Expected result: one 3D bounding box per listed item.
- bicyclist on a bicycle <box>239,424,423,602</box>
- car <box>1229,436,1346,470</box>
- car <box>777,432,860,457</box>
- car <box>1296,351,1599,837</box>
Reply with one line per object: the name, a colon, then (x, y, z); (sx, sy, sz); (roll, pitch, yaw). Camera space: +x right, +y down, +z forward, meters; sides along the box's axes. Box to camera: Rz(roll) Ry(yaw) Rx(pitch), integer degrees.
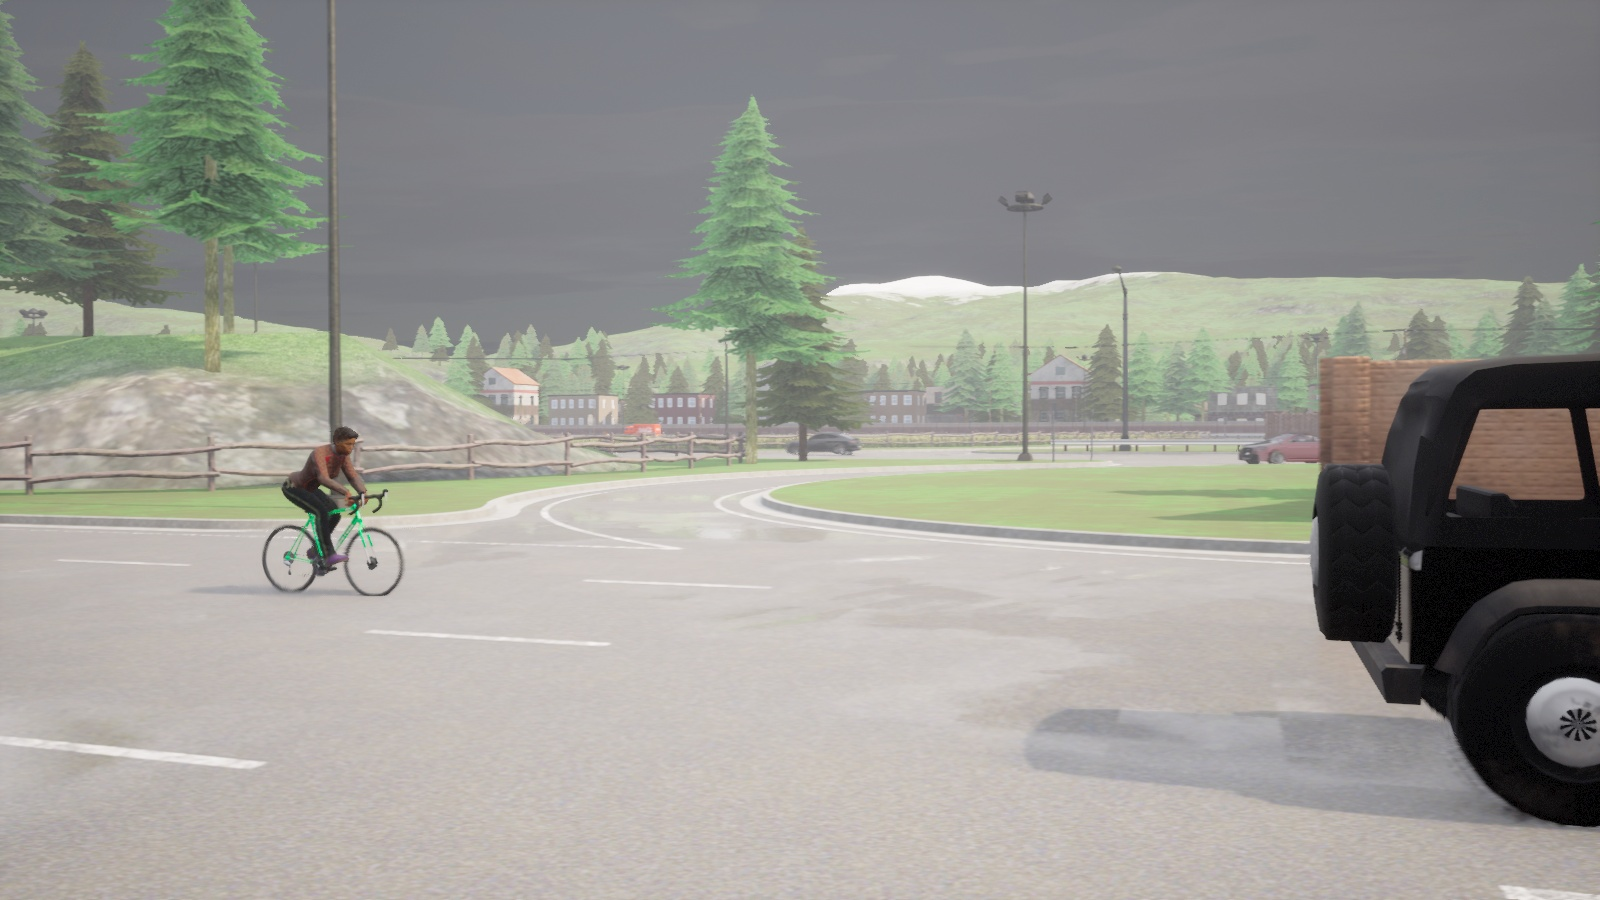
bicyclist on a bicycle: (-4.520, 0.569, 12.098); (1.656, 1.620, 0.582); (1, 1, 19)
car: (20.568, 0.118, 53.073); (4.181, 1.385, 1.994); (0, 1, -10)
car: (1.123, -0.365, 76.242); (4.674, 1.442, 1.812); (1, 1, 18)
car: (4.285, 0.551, 5.441); (3.866, 1.878, 1.905); (1, 1, 19)
